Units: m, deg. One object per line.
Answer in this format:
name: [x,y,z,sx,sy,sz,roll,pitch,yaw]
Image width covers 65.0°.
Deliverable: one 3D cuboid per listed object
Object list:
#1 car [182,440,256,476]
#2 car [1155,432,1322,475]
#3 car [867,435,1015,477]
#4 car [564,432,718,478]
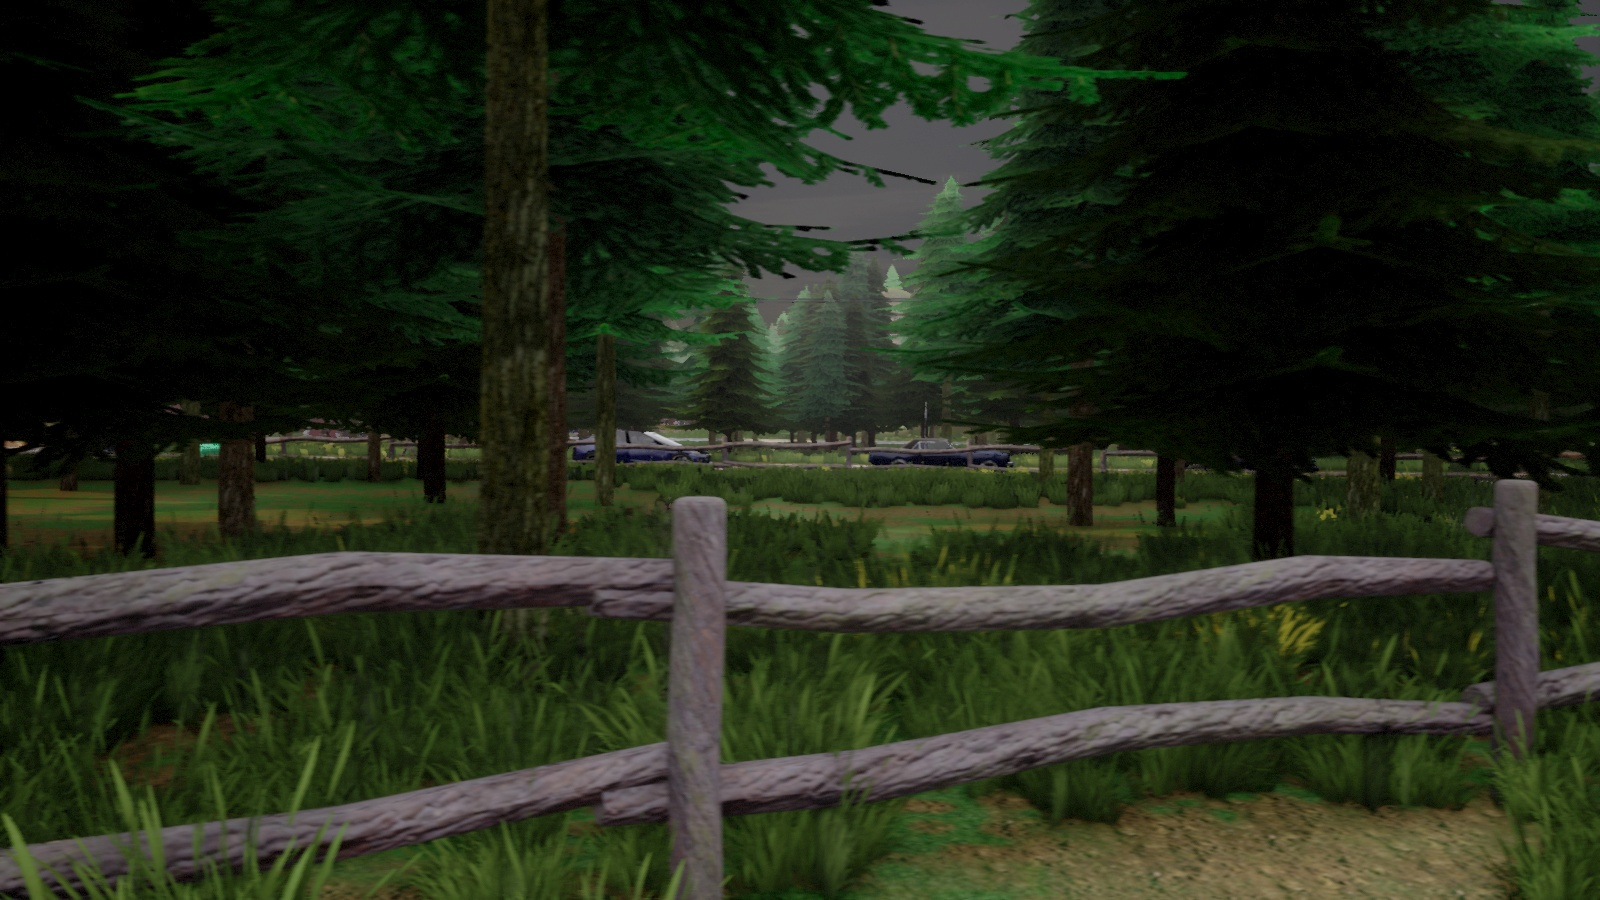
car: [-23.094,0.299,49.956,2.207,1.376,1.481,0,1,11]
car: [13.807,0.101,39.802,4.718,1.301,1.895,0,1,10]
car: [4.680,0.177,41.408,4.718,1.301,1.895,0,1,10]
car: [-5.429,0.161,43.198,4.792,1.488,2.163,0,1,10]
